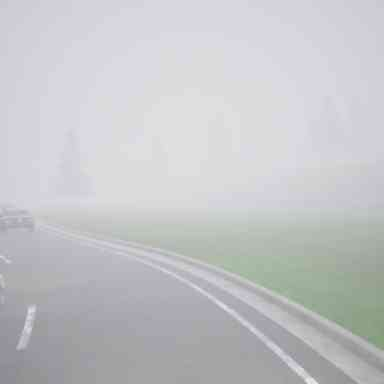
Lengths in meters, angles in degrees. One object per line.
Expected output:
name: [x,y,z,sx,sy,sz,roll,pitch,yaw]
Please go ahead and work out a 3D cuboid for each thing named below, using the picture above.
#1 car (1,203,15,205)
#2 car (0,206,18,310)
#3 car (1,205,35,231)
car: [-21.821,2.039,39.478,1.837,1.490,4.892,-1,0,-27]
car: [-3.695,1.308,3.057,2.150,2.045,5.566,-1,0,-12]
car: [-11.734,1.836,22.111,2.033,1.411,5.357,-1,0,-34]
